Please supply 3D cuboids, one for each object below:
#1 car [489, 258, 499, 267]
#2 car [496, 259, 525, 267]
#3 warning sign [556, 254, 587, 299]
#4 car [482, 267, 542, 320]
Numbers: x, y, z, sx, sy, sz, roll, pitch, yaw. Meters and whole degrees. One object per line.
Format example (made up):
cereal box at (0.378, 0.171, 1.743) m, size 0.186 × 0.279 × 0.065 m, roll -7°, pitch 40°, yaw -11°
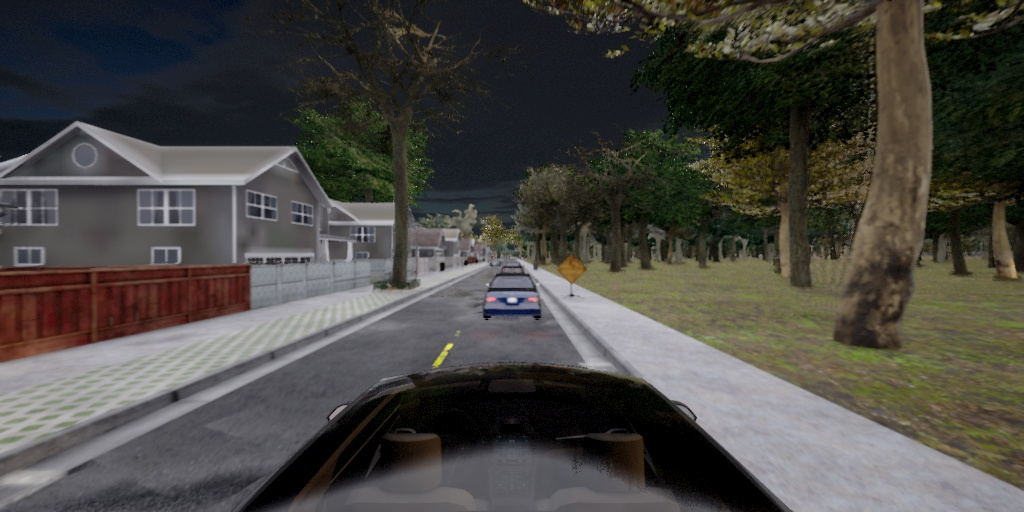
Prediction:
car at (-2.805, 1.144, 60.508) m, size 2.128 × 1.511 × 4.902 m, roll 0°, pitch 0°, yaw 0°
car at (0.042, 1.188, 29.684) m, size 2.128 × 1.511 × 4.902 m, roll 0°, pitch 0°, yaw 1°
warning sign at (2.516, 0.838, 15.162) m, size 1.300 × 1.860 × 1.060 m, roll 0°, pitch 0°, yaw 0°
car at (0.021, 1.276, 12.523) m, size 2.033 × 1.411 × 5.357 m, roll 0°, pitch 0°, yaw 0°
